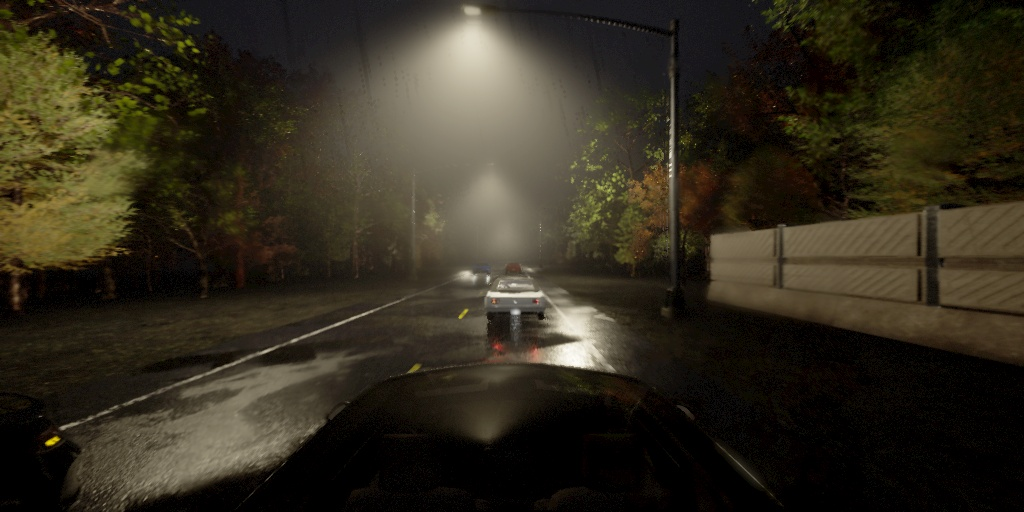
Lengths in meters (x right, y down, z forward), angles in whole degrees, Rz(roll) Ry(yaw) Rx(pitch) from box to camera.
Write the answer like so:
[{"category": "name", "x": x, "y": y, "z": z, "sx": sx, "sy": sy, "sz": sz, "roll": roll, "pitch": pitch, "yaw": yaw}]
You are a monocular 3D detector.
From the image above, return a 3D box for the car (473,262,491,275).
[{"category": "car", "x": -3.517, "y": 1.446, "z": 42.821, "sx": 1.882, "sy": 1.535, "sz": 5.008, "roll": 0, "pitch": 0, "yaw": 0}]

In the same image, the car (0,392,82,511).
[{"category": "car", "x": -3.600, "y": 1.262, "z": 0.276, "sx": 1.812, "sy": 1.442, "sz": 4.674, "roll": 0, "pitch": 0, "yaw": 0}]

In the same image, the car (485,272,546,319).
[{"category": "car", "x": 0.120, "y": 1.422, "z": 13.091, "sx": 1.895, "sy": 1.301, "sz": 4.718, "roll": 0, "pitch": 0, "yaw": 0}]

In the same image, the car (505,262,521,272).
[{"category": "car", "x": 0.172, "y": 1.468, "z": 46.495, "sx": 1.882, "sy": 1.535, "sz": 5.008, "roll": 0, "pitch": 0, "yaw": 0}]
